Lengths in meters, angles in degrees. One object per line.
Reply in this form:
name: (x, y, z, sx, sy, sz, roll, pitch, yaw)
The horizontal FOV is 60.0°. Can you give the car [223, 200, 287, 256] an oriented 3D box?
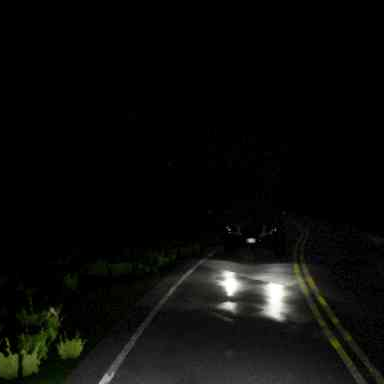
car: (2.779, 1.357, 14.095, 2.150, 2.045, 5.566, -1, -1, 16)
